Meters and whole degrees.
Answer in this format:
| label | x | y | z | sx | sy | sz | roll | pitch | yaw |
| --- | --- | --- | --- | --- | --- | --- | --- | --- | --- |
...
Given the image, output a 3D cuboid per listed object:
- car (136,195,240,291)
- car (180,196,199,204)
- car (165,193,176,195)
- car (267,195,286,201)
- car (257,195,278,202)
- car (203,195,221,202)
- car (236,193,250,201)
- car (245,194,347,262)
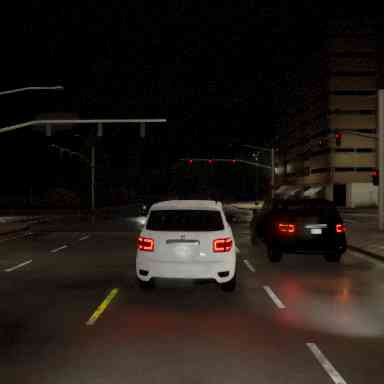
| label | x | y | z | sx | sy | sz | roll | pitch | yaw |
| --- | --- | --- | --- | --- | --- | --- | --- | --- | --- |
| car | 0.021 | 1.221 | 9.198 | 2.150 | 2.045 | 5.566 | 0 | 0 | 4 |
| car | -0.506 | 1.547 | 67.521 | 2.033 | 1.411 | 5.357 | 0 | 0 | 21 |
| car | -3.421 | 1.221 | 49.882 | 2.150 | 2.045 | 5.566 | 0 | 0 | 3 |
| car | 21.885 | 1.524 | 86.292 | 4.674 | 1.442 | 1.812 | 0 | 0 | -22 |
| car | 18.243 | 1.540 | 80.268 | 5.357 | 1.411 | 2.033 | 0 | 0 | -33 |
| car | 4.600 | 1.500 | 76.767 | 1.837 | 1.490 | 4.892 | 0 | 0 | 34 |
| car | 13.115 | 1.225 | 80.779 | 5.566 | 2.045 | 2.150 | 0 | 0 | -41 |
| car | 3.584 | 1.221 | 12.222 | 2.150 | 2.045 | 5.566 | 0 | 0 | 0 |
